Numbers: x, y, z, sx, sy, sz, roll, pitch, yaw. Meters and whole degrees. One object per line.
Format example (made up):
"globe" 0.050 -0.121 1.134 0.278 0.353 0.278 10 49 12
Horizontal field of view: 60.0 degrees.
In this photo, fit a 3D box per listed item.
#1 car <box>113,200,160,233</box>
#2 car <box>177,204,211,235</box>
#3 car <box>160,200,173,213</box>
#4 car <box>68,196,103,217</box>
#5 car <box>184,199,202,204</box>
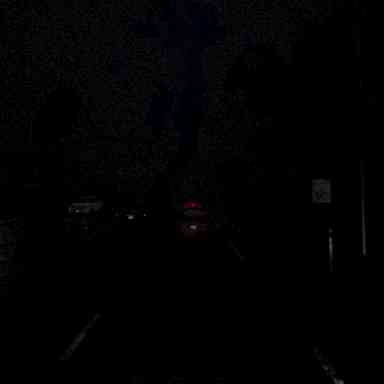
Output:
"car" -3.401 1.463 20.602 2.097 1.767 4.553 0 0 0
"car" 0.085 1.630 19.320 1.812 1.442 4.674 0 0 0
"car" -3.403 1.699 41.202 1.882 1.535 5.008 0 0 0
"car" -10.502 1.422 33.284 2.150 2.045 5.566 0 0 0
"car" 0.097 1.567 39.709 2.097 1.767 4.553 0 0 0
